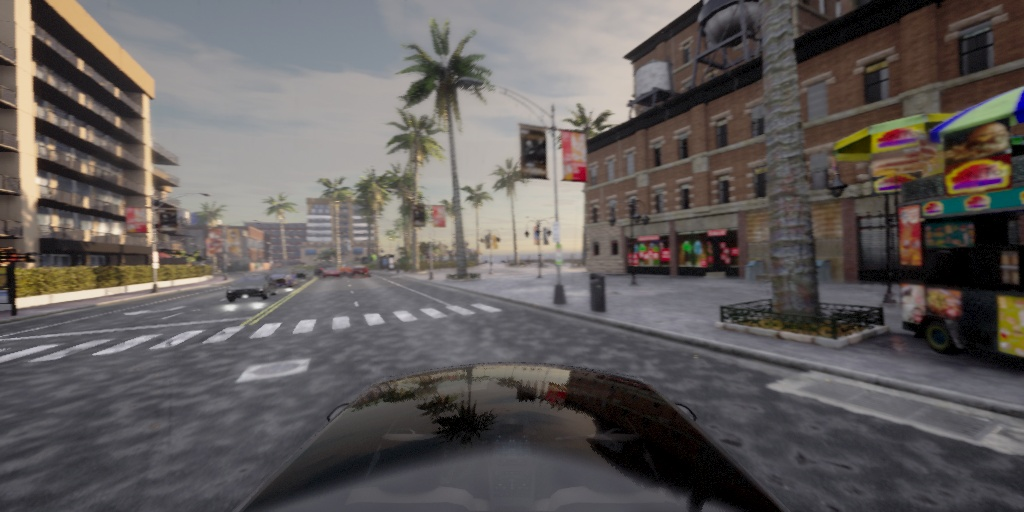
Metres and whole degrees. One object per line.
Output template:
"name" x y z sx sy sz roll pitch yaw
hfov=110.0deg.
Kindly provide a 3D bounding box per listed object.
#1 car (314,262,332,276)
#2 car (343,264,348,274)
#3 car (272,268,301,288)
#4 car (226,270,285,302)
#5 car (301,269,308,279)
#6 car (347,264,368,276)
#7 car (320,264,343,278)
"car" -29.725 2.005 56.754 2.150 2.045 5.566 -2 0 -37
"car" -26.858 2.032 58.769 2.097 1.767 4.553 -2 0 -37
"car" -19.917 1.801 30.905 2.097 1.767 4.553 -2 0 -26
"car" -15.578 1.846 21.789 2.033 1.411 5.357 -2 0 -25
"car" -26.921 2.292 45.278 1.895 1.301 4.718 -2 0 -27
"car" -21.400 1.966 50.197 1.882 1.535 5.008 -2 0 -29
"car" -24.383 2.161 48.361 1.994 1.385 4.181 -2 0 -29
